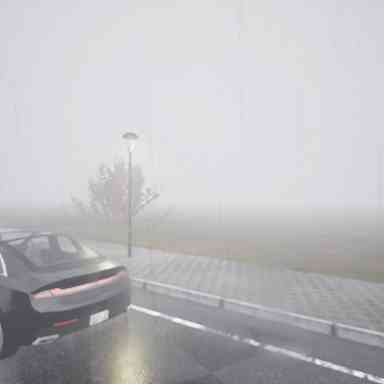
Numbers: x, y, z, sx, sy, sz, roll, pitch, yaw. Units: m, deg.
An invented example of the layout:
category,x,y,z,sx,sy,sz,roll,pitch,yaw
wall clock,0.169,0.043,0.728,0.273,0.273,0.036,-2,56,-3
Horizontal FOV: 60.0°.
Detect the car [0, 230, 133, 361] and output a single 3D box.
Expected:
category,x,y,z,sx,sy,sz,roll,pitch,yaw
car,-3.201,1.442,5.876,4.902,1.511,2.128,1,0,36
